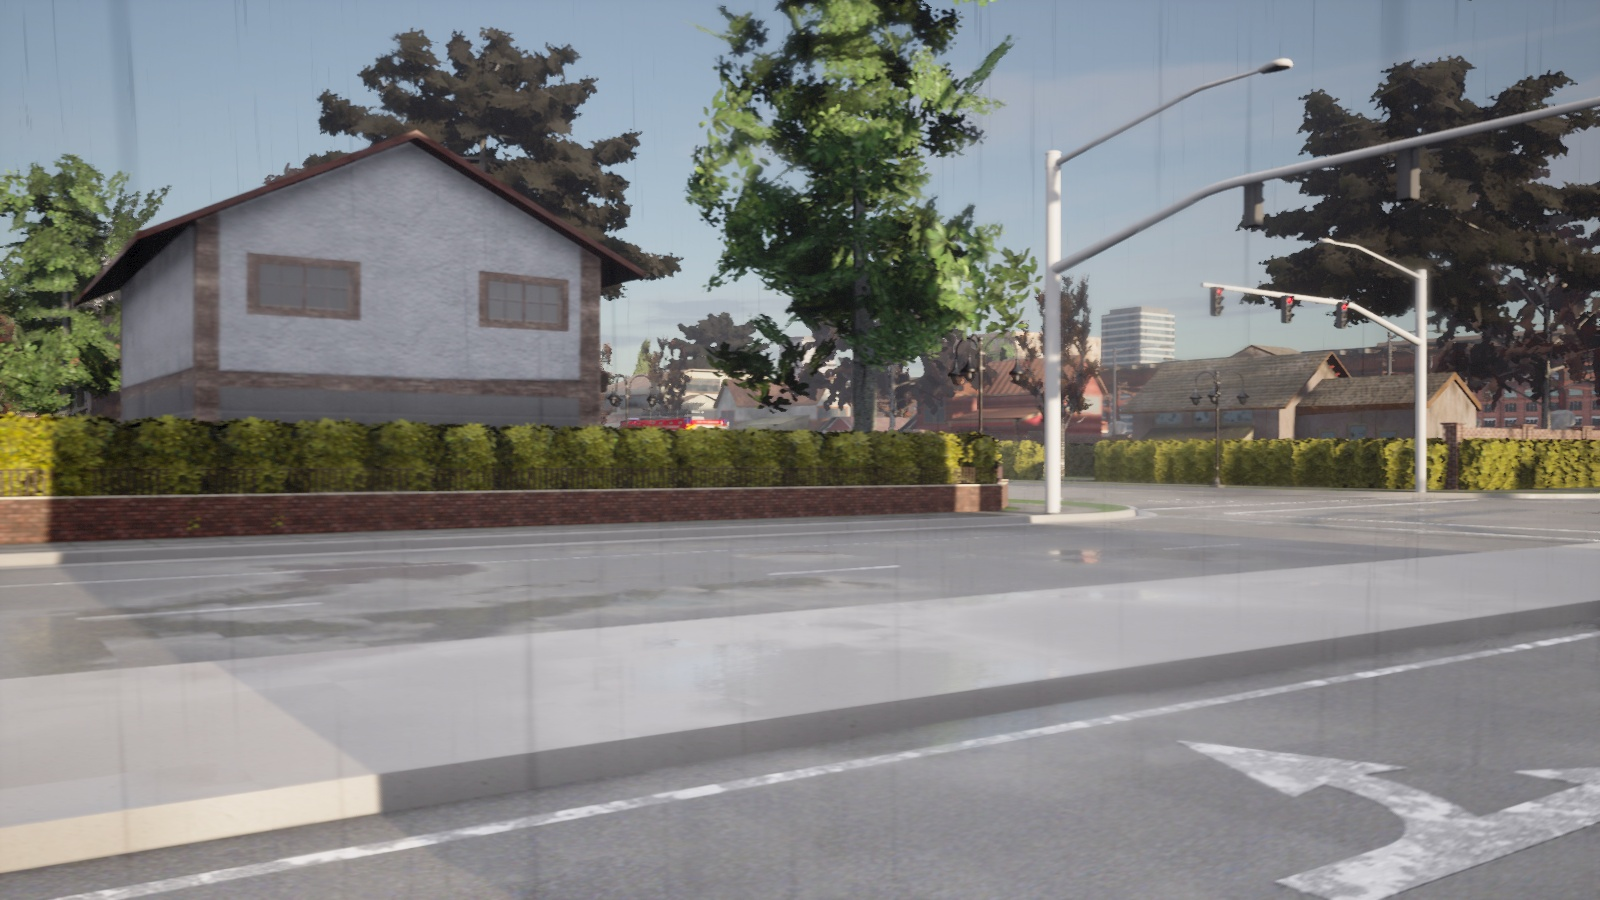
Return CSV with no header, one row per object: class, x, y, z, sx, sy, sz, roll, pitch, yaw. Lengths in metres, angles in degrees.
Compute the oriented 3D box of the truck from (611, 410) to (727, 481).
truck,-7.712,-0.225,72.701,2.891,3.827,8.468,0,0,-35
